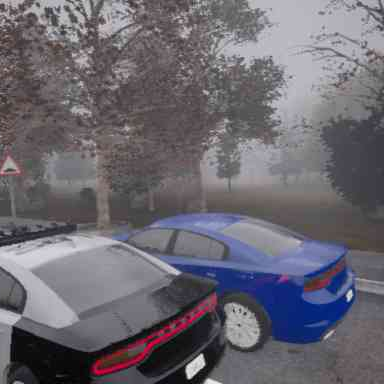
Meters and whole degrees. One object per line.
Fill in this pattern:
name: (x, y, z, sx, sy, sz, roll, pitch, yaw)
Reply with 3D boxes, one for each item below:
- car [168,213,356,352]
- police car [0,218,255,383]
car: (-0.060, 1.112, 5.581, 5.008, 1.535, 1.882, 0, 5, 36)
police car: (-2.070, 1.257, 4.330, 5.238, 1.638, 1.930, 0, 5, 36)
